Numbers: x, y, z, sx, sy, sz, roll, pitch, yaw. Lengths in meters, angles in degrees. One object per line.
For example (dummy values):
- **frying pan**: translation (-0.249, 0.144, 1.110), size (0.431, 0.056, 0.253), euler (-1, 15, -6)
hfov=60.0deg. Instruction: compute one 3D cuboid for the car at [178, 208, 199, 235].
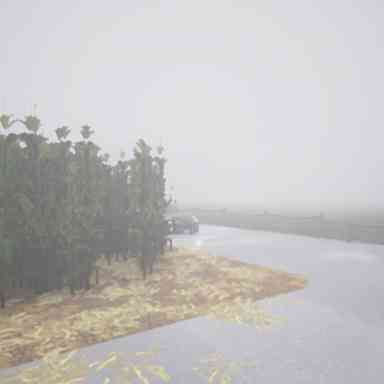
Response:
- **car**: translation (-1.562, 1.427, 18.619), size (2.097, 1.767, 4.553), euler (0, -1, -35)
